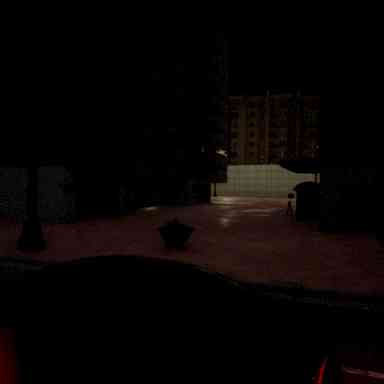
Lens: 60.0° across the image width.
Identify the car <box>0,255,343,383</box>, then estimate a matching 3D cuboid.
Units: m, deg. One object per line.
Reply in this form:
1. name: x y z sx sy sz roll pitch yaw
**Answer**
1. car: -1.095 1.477 3.655 5.008 1.535 1.882 0 0 22
